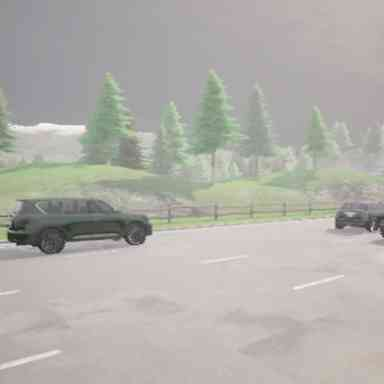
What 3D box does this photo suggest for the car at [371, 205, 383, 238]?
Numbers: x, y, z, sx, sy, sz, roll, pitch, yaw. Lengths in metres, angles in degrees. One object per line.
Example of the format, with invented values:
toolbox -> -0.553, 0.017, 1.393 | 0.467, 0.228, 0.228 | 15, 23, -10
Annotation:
car -> 10.830, 1.495, 15.872 | 4.892, 1.490, 1.837 | 0, 0, -35

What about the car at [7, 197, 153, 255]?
car -> -4.342, 1.216, 13.545 | 5.566, 2.045, 2.150 | 0, 0, -35

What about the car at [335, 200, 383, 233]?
car -> 10.601, 1.340, 19.899 | 4.553, 1.767, 2.097 | 0, 0, -35

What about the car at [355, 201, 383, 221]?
car -> 15.729, 1.547, 27.854 | 4.181, 1.385, 1.994 | 0, 0, -35
